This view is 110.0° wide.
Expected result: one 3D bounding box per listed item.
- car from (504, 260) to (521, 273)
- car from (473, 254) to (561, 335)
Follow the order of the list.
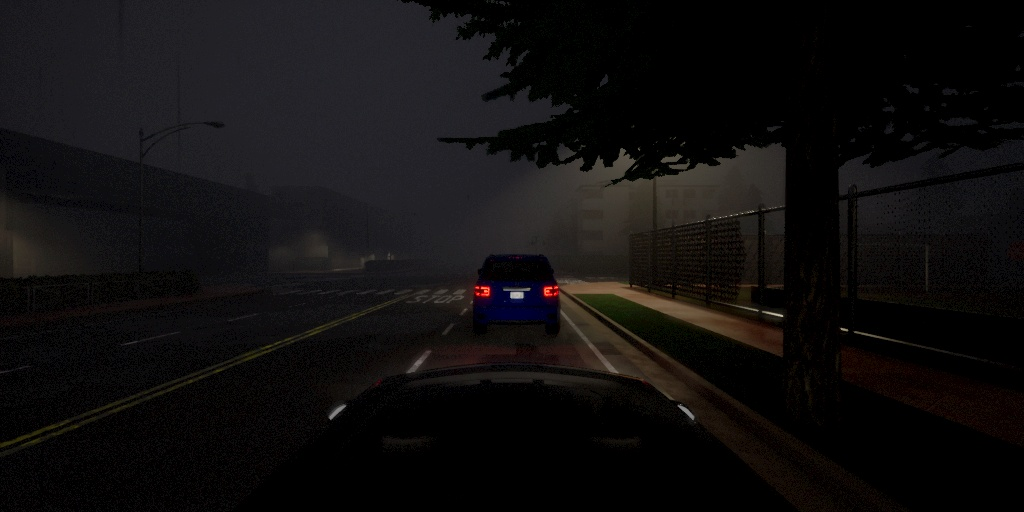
[{"bbox_3d":[0.025,1.242,45.576,2.128,1.511,4.902,0,0,0],"label":"car"},{"bbox_3d":[0.115,0.972,10.701,2.150,2.045,5.566,0,0,0],"label":"car"}]
